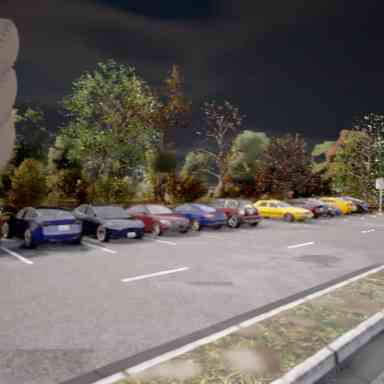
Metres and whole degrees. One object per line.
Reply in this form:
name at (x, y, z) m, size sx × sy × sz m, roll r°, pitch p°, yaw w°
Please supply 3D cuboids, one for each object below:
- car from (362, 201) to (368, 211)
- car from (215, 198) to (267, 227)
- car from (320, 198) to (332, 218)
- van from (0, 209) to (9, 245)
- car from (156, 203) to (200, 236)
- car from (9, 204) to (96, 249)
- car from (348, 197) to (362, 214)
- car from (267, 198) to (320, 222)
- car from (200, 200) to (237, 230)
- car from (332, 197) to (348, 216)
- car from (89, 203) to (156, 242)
car at (14.265, 1.235, 32.157) m, size 2.231 × 1.521 × 4.892 m, roll -1°, pitch 1°, yaw -42°
car at (2.041, 1.178, 21.041) m, size 2.185 × 1.767 × 4.553 m, roll 0°, pitch 1°, yaw -42°
car at (8.121, 1.312, 26.638) m, size 2.163 × 1.488 × 4.792 m, roll 0°, pitch 1°, yaw -42°
van at (-8.263, 1.035, 11.895) m, size 1.878 × 1.987 × 4.442 m, roll 1°, pitch 1°, yaw -42°
car at (-2.069, 1.336, 17.363) m, size 2.002 × 1.452 × 4.674 m, roll 0°, pitch 1°, yaw -42°
car at (-6.170, 1.305, 13.682) m, size 2.163 × 1.488 × 4.792 m, roll 0°, pitch 1°, yaw -42°
car at (12.223, 1.252, 30.308) m, size 2.097 × 1.535 × 5.008 m, roll 0°, pitch 1°, yaw -42°
car at (6.221, 1.292, 24.625) m, size 1.946 × 1.575 × 5.366 m, roll 0°, pitch 1°, yaw -42°
car at (-0.026, 1.340, 19.209) m, size 2.002 × 1.452 × 4.674 m, roll 0°, pitch 1°, yaw -42°
car at (10.175, 1.269, 28.468) m, size 2.231 × 1.521 × 4.892 m, roll 0°, pitch 1°, yaw -42°
car at (-4.091, 1.320, 15.487) m, size 2.163 × 1.488 × 4.792 m, roll 0°, pitch 1°, yaw -42°
